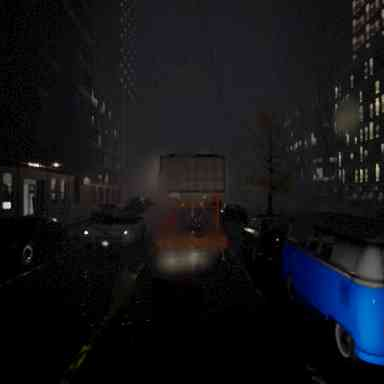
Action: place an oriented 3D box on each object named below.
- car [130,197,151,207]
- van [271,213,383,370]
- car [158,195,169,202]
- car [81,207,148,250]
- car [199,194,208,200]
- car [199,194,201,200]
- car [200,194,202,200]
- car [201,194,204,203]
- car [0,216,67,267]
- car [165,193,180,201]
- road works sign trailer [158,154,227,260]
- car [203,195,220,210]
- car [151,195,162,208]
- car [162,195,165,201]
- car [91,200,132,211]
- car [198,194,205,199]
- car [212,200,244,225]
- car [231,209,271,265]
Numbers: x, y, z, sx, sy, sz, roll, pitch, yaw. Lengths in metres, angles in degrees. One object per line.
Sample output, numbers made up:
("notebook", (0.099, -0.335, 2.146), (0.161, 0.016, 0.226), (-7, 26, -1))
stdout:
("car", (-5.696, 1.303, 33.979), (1.967, 1.590, 4.097), (0, 0, 0))
("van", (2.697, 1.318, 5.515), (1.690, 1.788, 3.998), (0, 0, 0))
("car", (-5.710, 1.277, 68.113), (1.887, 1.381, 4.507), (0, 0, 0))
("car", (-3.106, 1.542, 14.158), (1.895, 1.301, 4.718), (0, 0, 0))
("car", (2.666, 1.258, 79.471), (1.947, 1.339, 4.313), (0, 0, 0))
("car", (2.675, 1.357, 56.716), (1.802, 1.307, 4.206), (0, 0, 0))
("car", (2.677, 1.342, 51.027), (1.887, 1.381, 4.507), (0, 0, 0))
("car", (2.679, 1.259, 45.337), (1.967, 1.590, 4.097), (0, 0, 0))
("car", (-5.688, 1.519, 11.223), (1.947, 1.339, 4.313), (0, 0, 0))
("car", (-3.021, 0.851, 55.751), (2.097, 1.767, 4.553), (0, 0, 0))
("road works sign trailer", (0.020, 0.414, 12.163), (2.380, 3.560, 2.880), (0, 0, 0))
("car", (2.681, 1.392, 39.649), (2.008, 1.369, 4.403), (0, 0, 0))
("car", (-5.702, 1.369, 45.357), (2.008, 1.369, 4.403), (0, 0, 0))
("car", (-5.704, 1.341, 51.046), (1.887, 1.381, 4.507), (0, 0, 0))
("car", (-5.693, 1.458, 22.600), (2.008, 1.369, 4.403), (0, 0, 0))
("car", (2.662, 1.176, 91.019), (1.752, 1.417, 4.829), (0, 0, 0))
("car", (2.688, 1.459, 22.583), (2.008, 1.369, 4.403), (0, 0, 0))
("car", (2.692, 1.505, 11.205), (2.008, 1.369, 4.403), (0, 0, 0))
